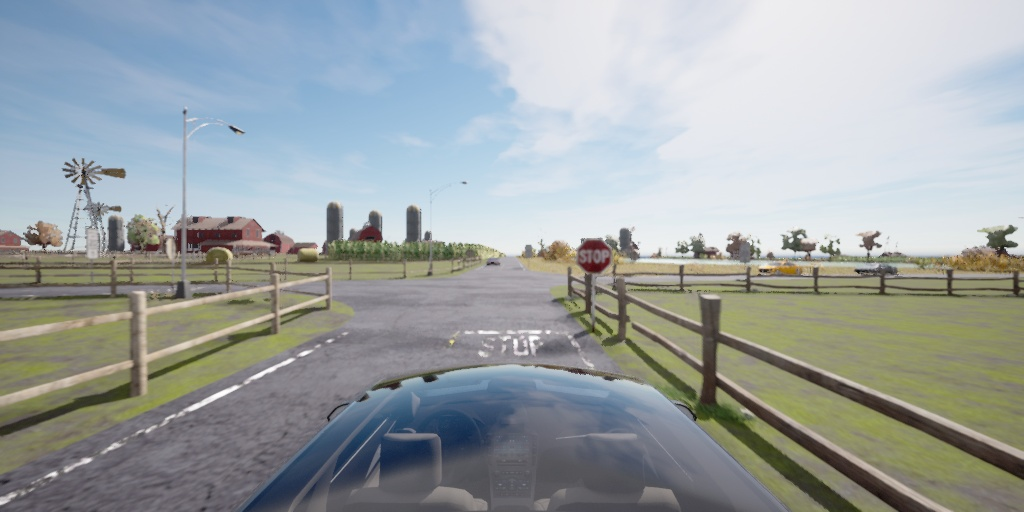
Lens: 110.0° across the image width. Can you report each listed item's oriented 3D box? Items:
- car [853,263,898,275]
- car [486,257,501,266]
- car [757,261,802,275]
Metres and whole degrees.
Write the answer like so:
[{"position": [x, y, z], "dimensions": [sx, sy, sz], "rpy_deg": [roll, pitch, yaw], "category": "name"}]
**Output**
[{"position": [44.020, 1.582, 43.337], "dimensions": [5.357, 1.411, 2.033], "rpy_deg": [1, 0, -17], "category": "car"}, {"position": [-2.687, 0.808, 52.523], "dimensions": [1.994, 1.385, 4.181], "rpy_deg": [0, 1, 0], "category": "car"}, {"position": [28.427, 1.315, 38.100], "dimensions": [5.008, 1.535, 1.882], "rpy_deg": [1, 0, -19], "category": "car"}]
